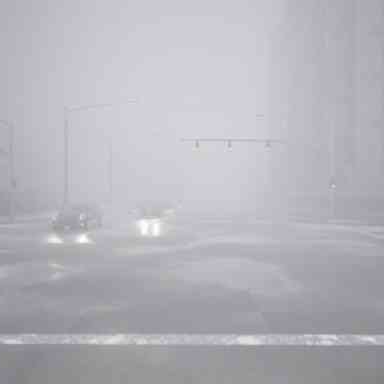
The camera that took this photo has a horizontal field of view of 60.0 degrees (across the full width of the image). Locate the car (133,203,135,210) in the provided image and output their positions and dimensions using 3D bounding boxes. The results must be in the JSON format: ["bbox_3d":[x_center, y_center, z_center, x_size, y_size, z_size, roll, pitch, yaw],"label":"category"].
[{"bbox_3d":[-7.028,1.793,47.473,2.033,1.411,5.357,0,0,1],"label":"car"}]

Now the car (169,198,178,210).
[{"bbox_3d":[-3.532,1.808,47.190,1.994,1.385,4.181,0,0,1],"label":"car"}]

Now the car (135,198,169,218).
[{"bbox_3d":[-3.762,1.657,31.898,2.128,1.511,4.902,0,0,1],"label":"car"}]

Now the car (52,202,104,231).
[{"bbox_3d":[-7.160,1.461,21.226,2.097,1.767,4.553,0,0,0],"label":"car"}]

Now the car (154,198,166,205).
[{"bbox_3d":[-6.573,1.905,68.929,2.033,1.411,5.357,0,0,1],"label":"car"}]

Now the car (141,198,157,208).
[{"bbox_3d":[-6.837,1.731,53.048,1.837,1.490,4.892,0,0,1],"label":"car"}]

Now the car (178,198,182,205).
[{"bbox_3d":[-3.071,1.959,69.115,1.895,1.301,4.718,0,0,1],"label":"car"}]
